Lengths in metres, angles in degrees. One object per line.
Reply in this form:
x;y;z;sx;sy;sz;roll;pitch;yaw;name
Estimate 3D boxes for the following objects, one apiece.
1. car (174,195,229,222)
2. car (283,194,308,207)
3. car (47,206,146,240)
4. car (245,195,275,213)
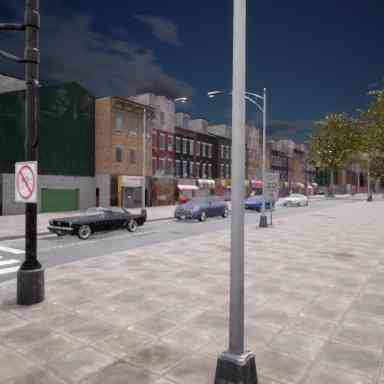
0.725;1.038;23.530;2.097;1.767;4.553;1;1;35;car
12.525;0.965;40.013;1.812;1.442;4.674;1;1;36;car
-4.487;1.408;16.229;1.895;1.301;4.718;1;1;35;car
6.186;1.045;31.177;1.882;1.535;5.008;1;1;35;car
